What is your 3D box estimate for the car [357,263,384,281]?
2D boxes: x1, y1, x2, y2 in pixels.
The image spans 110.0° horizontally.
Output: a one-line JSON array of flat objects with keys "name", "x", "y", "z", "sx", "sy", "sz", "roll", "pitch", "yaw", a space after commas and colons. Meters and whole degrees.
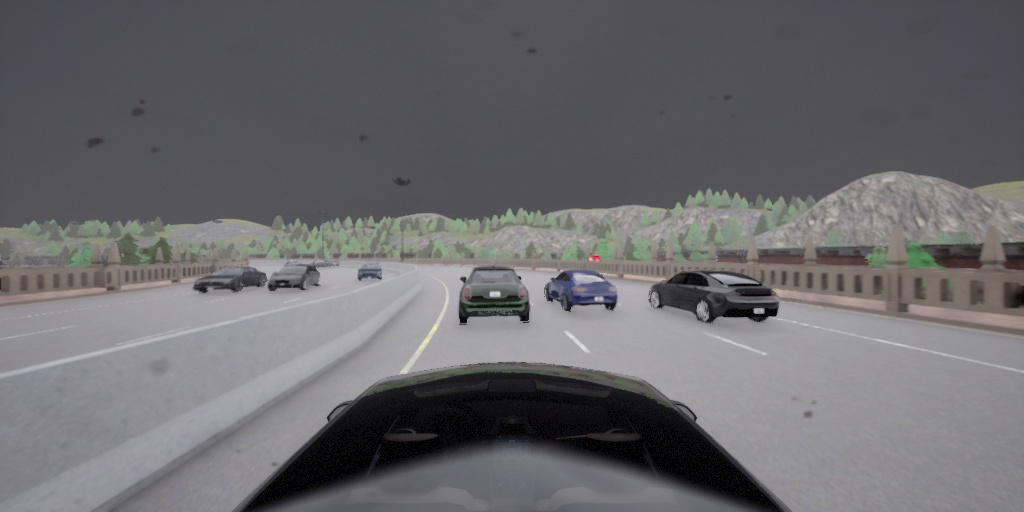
[{"name": "car", "x": -12.051, "y": 1.338, "z": 30.740, "sx": 2.033, "sy": 1.411, "sz": 5.357, "roll": 0, "pitch": 0, "yaw": -18}]

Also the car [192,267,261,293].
[{"name": "car", "x": -16.662, "y": 1.359, "z": 21.626, "sx": 2.033, "sy": 1.411, "sz": 5.357, "roll": 0, "pitch": 0, "yaw": -14}]

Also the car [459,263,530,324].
[{"name": "car", "x": -0.698, "y": 1.102, "z": 12.277, "sx": 2.097, "sy": 1.767, "sz": 4.553, "roll": 0, "pitch": 0, "yaw": -6}]

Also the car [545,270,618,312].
[{"name": "car", "x": 2.609, "y": 1.262, "z": 14.208, "sx": 1.812, "sy": 1.442, "sz": 4.674, "roll": 0, "pitch": 0, "yaw": -7}]

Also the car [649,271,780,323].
[{"name": "car", "x": 6.375, "y": 1.227, "z": 11.994, "sx": 1.837, "sy": 1.490, "sz": 4.892, "roll": 0, "pitch": 0, "yaw": -5}]

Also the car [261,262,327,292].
[{"name": "car", "x": -13.260, "y": 1.303, "z": 22.152, "sx": 1.837, "sy": 1.490, "sz": 4.892, "roll": 0, "pitch": 0, "yaw": -14}]

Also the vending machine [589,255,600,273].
[{"name": "vending machine", "x": 8.748, "y": 0.900, "z": 38.158, "sx": 1.100, "sy": 2.100, "sz": 0.880, "roll": 0, "pitch": 0, "yaw": -19}]
